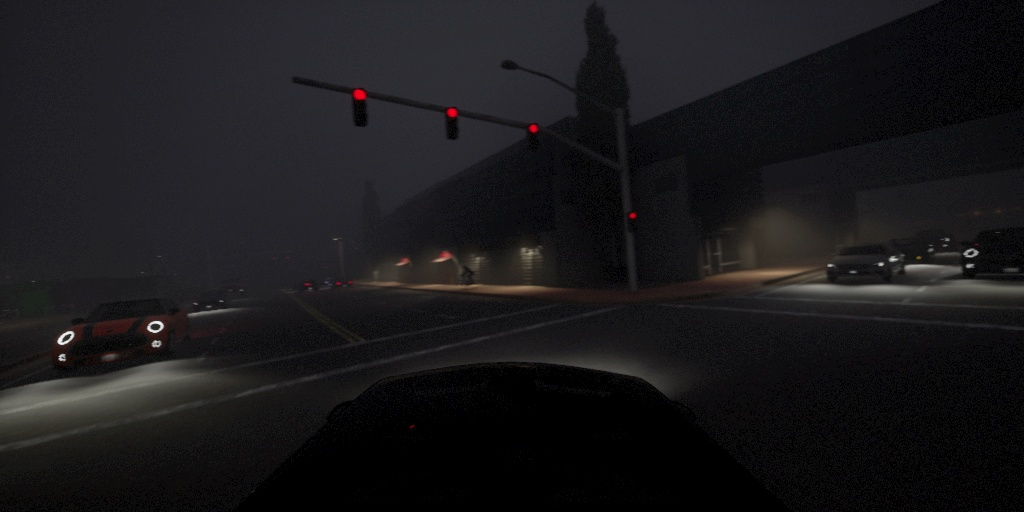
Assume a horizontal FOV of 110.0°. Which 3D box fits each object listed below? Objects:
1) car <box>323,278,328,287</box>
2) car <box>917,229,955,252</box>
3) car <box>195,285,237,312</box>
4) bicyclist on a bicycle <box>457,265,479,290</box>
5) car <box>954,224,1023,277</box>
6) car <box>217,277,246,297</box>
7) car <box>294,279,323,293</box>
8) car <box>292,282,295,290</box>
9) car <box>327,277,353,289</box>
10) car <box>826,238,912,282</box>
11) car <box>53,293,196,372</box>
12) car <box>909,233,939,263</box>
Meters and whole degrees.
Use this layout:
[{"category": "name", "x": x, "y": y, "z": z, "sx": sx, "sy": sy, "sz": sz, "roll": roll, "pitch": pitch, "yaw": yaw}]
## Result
[{"category": "car", "x": -26.152, "y": 3.739, "z": 51.272, "sx": 1.895, "sy": 1.301, "sz": 4.718, "roll": -4, "pitch": 0, "yaw": -34}, {"category": "car", "x": 31.774, "y": -1.239, "z": 27.146, "sx": 4.553, "sy": 1.767, "sz": 2.097, "roll": -4, "pitch": -1, "yaw": -35}, {"category": "car", "x": -22.336, "y": 3.223, "z": 26.820, "sx": 2.033, "sy": 1.411, "sz": 5.357, "roll": -4, "pitch": 0, "yaw": -34}, {"category": "bicyclist on a bicycle", "x": -3.005, "y": 1.435, "z": 24.302, "sx": 1.656, "sy": 1.620, "sz": 0.582, "roll": -3, "pitch": -1, "yaw": -34}, {"category": "car", "x": 18.123, "y": -0.256, "z": 13.068, "sx": 4.553, "sy": 1.767, "sz": 2.097, "roll": -4, "pitch": 0, "yaw": -35}, {"category": "car", "x": -31.364, "y": 3.417, "z": 40.219, "sx": 2.150, "sy": 2.045, "sz": 5.566, "roll": -4, "pitch": 0, "yaw": -34}, {"category": "car", "x": -23.216, "y": 3.342, "z": 40.814, "sx": 1.837, "sy": 1.490, "sz": 4.892, "roll": -4, "pitch": 0, "yaw": -34}, {"category": "car", "x": -29.004, "y": 3.875, "z": 49.245, "sx": 1.812, "sy": 1.442, "sz": 4.674, "roll": -4, "pitch": 0, "yaw": -34}, {"category": "car", "x": -20.403, "y": 3.230, "z": 42.907, "sx": 1.895, "sy": 1.301, "sz": 4.718, "roll": -4, "pitch": 0, "yaw": -34}, {"category": "car", "x": 14.826, "y": 0.191, "z": 14.998, "sx": 4.674, "sy": 1.442, "sz": 1.812, "roll": -4, "pitch": 0, "yaw": -35}, {"category": "car", "x": -11.342, "y": 2.054, "z": 10.760, "sx": 2.097, "sy": 1.767, "sz": 4.553, "roll": -4, "pitch": -1, "yaw": -35}, {"category": "car", "x": 22.157, "y": -0.316, "z": 20.253, "sx": 4.181, "sy": 1.385, "sz": 1.994, "roll": -4, "pitch": 0, "yaw": -36}]
